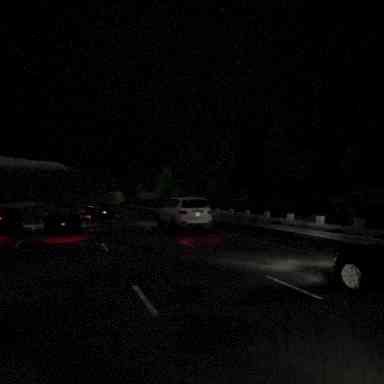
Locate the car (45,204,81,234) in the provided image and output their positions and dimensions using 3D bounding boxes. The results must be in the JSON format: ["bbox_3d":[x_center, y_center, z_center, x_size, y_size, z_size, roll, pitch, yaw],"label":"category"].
[{"bbox_3d":[-7.824,1.612,20.183,1.882,1.535,5.008,0,-1,-21],"label":"car"}]

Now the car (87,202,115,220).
[{"bbox_3d":[-8.692,1.871,32.217,1.994,1.385,4.181,0,-1,-21],"label":"car"}]

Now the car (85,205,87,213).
[{"bbox_3d":[-12.348,1.961,41.751,2.128,1.511,4.902,0,-1,-21],"label":"car"}]

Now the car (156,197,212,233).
[{"bbox_3d":[-0.632,1.336,20.967,2.150,2.045,5.566,0,-1,-21],"label":"car"}]

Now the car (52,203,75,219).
[{"bbox_3d":[-13.594,1.925,35.225,2.033,1.411,5.357,0,-1,-21],"label":"car"}]

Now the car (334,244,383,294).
[{"bbox_3d":[5.005,1.484,6.282,1.882,1.535,5.008,0,0,-21],"label":"car"}]

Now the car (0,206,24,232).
[{"bbox_3d":[-11.750,1.663,20.642,1.837,1.490,4.892,0,-1,-21],"label":"car"}]
